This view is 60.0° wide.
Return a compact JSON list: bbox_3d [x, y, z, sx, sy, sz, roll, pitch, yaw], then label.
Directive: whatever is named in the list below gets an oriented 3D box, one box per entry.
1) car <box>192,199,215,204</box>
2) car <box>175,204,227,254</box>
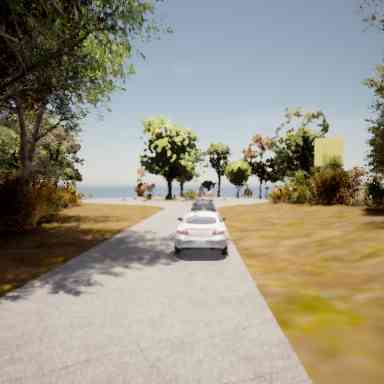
[{"bbox_3d":[0.955,1.277,27.485,1.994,1.385,4.181,0,1,3],"label":"car"},{"bbox_3d":[0.379,1.437,12.980,1.812,1.442,4.674,0,1,3],"label":"car"}]
